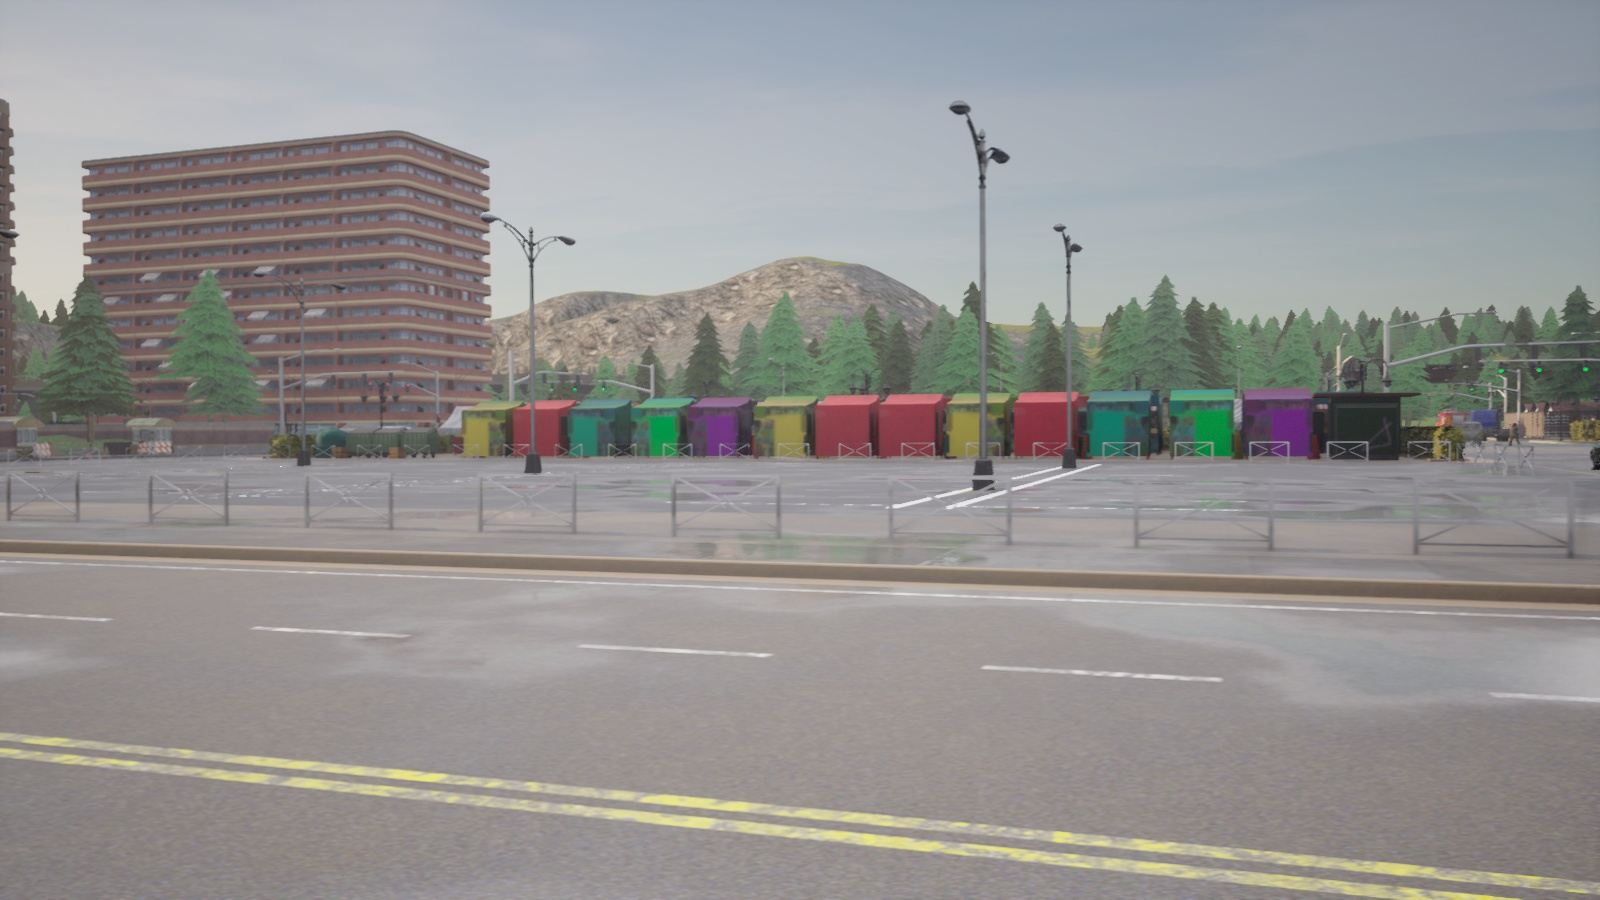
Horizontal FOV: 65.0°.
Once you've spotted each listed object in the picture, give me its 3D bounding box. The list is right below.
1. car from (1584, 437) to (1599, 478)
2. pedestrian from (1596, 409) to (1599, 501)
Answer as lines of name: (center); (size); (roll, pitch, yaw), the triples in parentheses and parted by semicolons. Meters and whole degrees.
car: (28.386, 0.267, 42.784); (1.994, 1.385, 4.181); (0, 1, 20)
pedestrian: (17.328, 0.097, 26.640); (0.659, 1.952, 0.873); (0, 1, 26)
